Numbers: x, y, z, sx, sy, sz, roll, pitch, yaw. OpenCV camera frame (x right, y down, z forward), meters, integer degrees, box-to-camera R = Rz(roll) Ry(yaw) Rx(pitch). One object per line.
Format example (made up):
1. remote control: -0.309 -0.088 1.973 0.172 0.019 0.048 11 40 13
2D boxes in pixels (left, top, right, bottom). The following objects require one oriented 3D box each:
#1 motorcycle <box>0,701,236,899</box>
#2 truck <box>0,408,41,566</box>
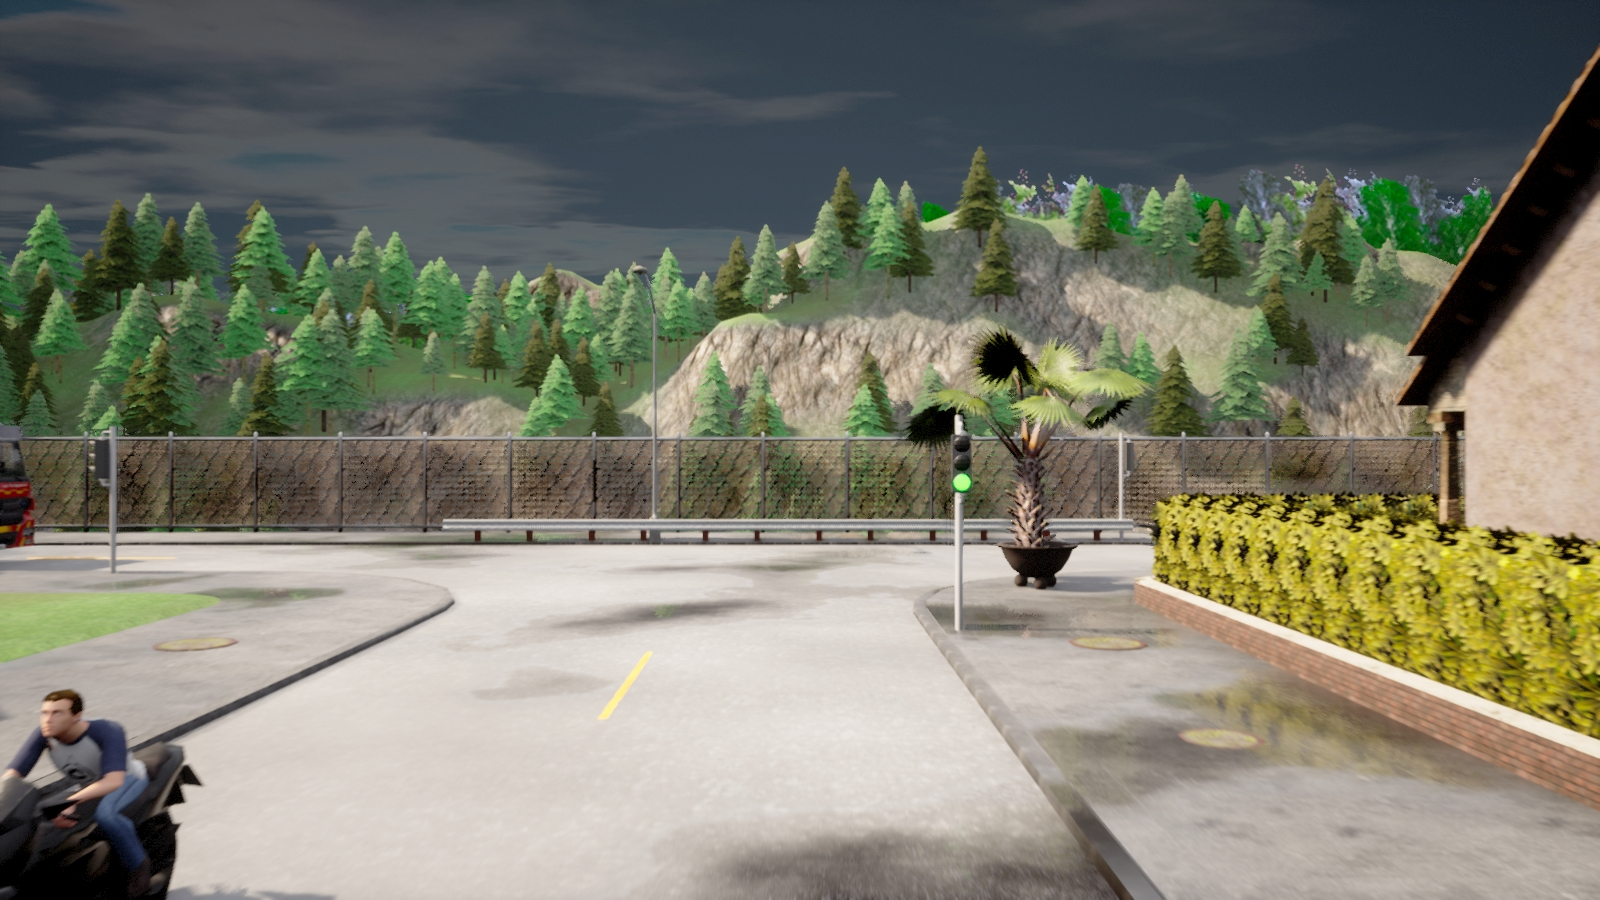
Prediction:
1. motorcycle: -3.973 2.186 6.210 0.803 1.199 2.033 0 0 0
2. truck: -23.535 0.891 27.589 8.468 3.827 2.891 0 0 0
